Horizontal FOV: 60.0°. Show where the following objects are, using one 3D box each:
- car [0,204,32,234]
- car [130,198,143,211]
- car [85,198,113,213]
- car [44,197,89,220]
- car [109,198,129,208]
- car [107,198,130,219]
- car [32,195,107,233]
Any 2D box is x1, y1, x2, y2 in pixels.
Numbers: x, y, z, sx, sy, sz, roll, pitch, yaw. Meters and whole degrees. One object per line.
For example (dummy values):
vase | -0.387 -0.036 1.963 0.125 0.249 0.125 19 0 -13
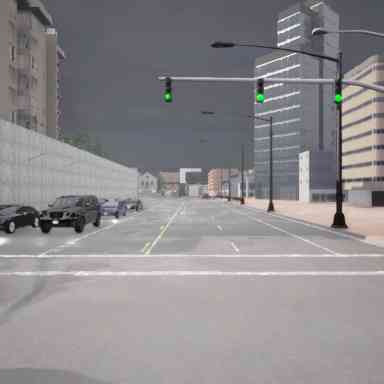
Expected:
car | -10.612 1.505 19.423 1.837 1.490 4.892 0 0 0
car | -7.115 1.491 40.039 2.128 1.511 4.902 0 0 0
car | -10.617 1.505 38.309 1.837 1.490 4.892 0 0 0
car | -10.617 1.352 28.491 2.097 1.767 4.553 0 0 0
car | -10.586 1.601 48.369 1.895 1.301 4.718 0 0 0
car | -7.117 1.526 29.696 1.812 1.442 4.674 0 0 0
car | -7.109 1.221 20.056 2.150 2.045 5.566 0 0 0
